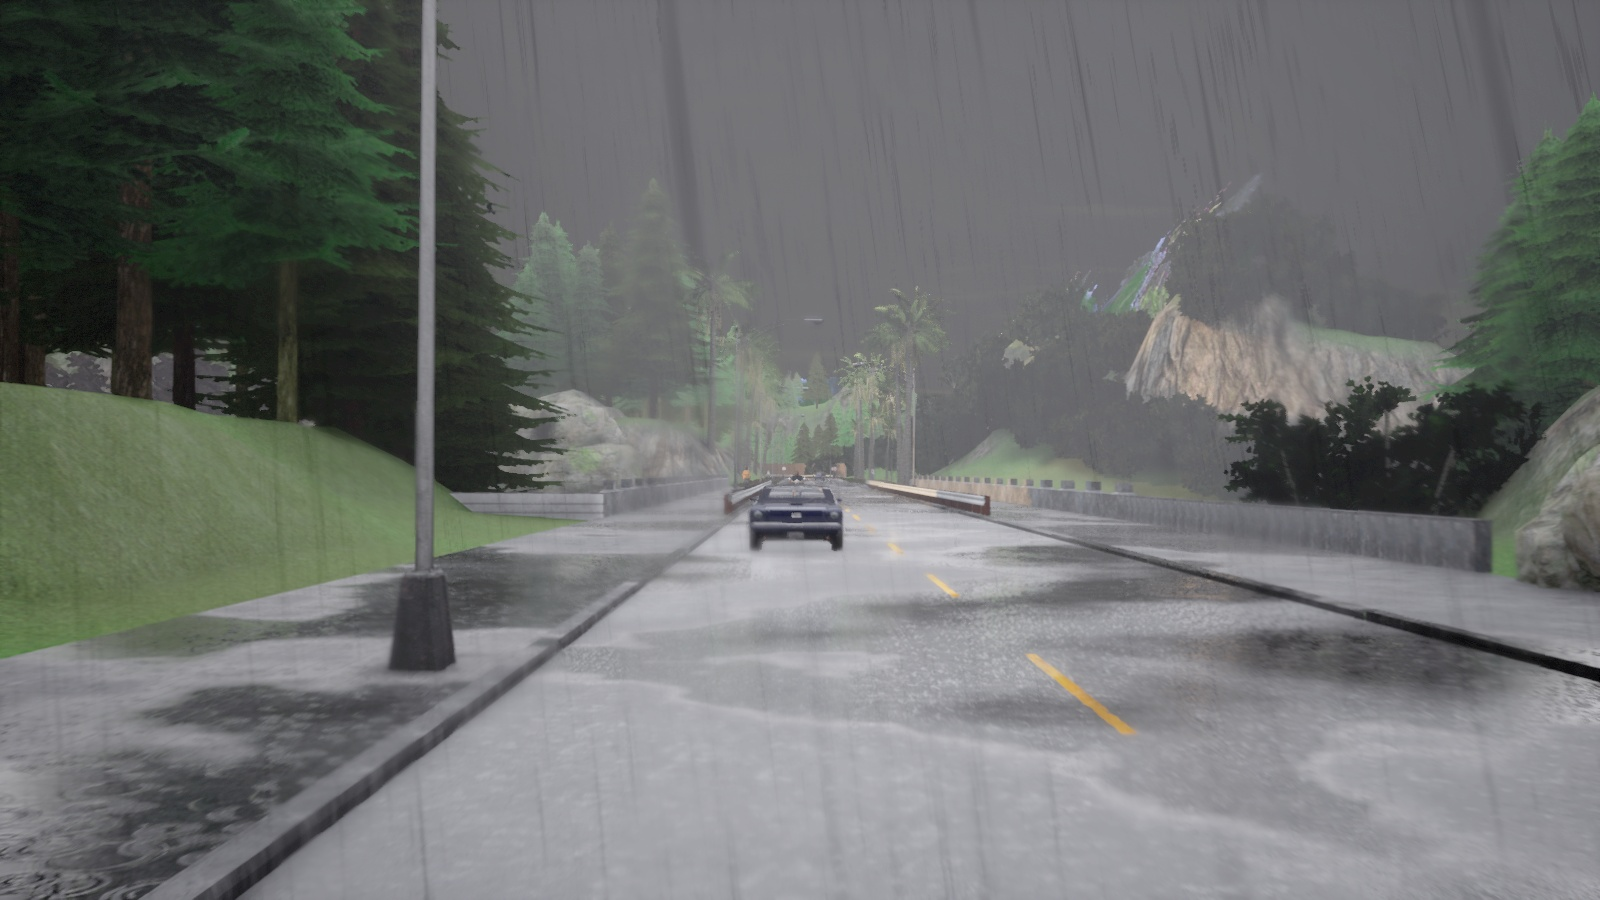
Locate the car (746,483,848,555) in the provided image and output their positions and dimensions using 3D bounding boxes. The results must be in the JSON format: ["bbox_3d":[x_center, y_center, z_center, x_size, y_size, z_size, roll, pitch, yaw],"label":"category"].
[{"bbox_3d":[-0.058,1.347,25.807,1.895,1.301,4.718,0,-1,0],"label":"car"}]
